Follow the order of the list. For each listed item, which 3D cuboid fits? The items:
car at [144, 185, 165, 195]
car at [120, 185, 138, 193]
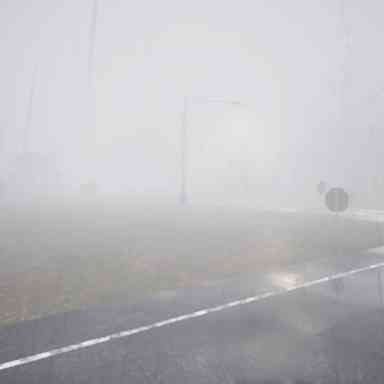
[{"bbox_3d":[-6.322,-0.365,55.640,1.882,1.535,5.008,0,2,-36],"label":"car"},{"bbox_3d":[-12.152,-0.687,63.769,1.882,1.535,5.008,0,2,-36],"label":"car"}]
